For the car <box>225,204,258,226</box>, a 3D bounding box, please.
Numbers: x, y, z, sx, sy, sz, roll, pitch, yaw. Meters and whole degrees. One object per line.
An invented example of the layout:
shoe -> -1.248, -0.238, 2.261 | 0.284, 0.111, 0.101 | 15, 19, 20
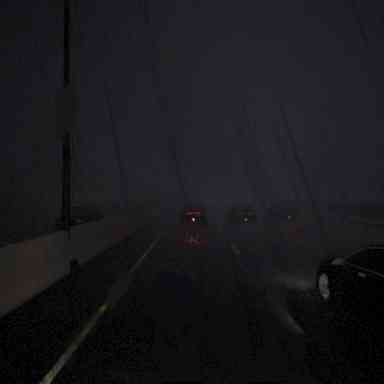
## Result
car -> 3.603, 1.663, 24.683 | 2.128, 1.511, 4.902 | 0, 0, 0

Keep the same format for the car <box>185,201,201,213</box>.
car -> 0.093, 1.891, 41.778 | 1.895, 1.301, 4.718 | 0, 0, 0

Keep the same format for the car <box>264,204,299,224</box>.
car -> 7.105, 1.677, 26.707 | 2.128, 1.511, 4.902 | 0, 0, 0

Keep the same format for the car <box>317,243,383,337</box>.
car -> 3.601, 1.542, 5.296 | 1.837, 1.490, 4.892 | 0, 0, 0

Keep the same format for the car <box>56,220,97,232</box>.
car -> -7.097, 1.625, 21.080 | 1.882, 1.535, 5.008 | 0, -1, 0

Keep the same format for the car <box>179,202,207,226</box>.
car -> 0.104, 1.679, 25.308 | 1.837, 1.490, 4.892 | 0, -1, 0
